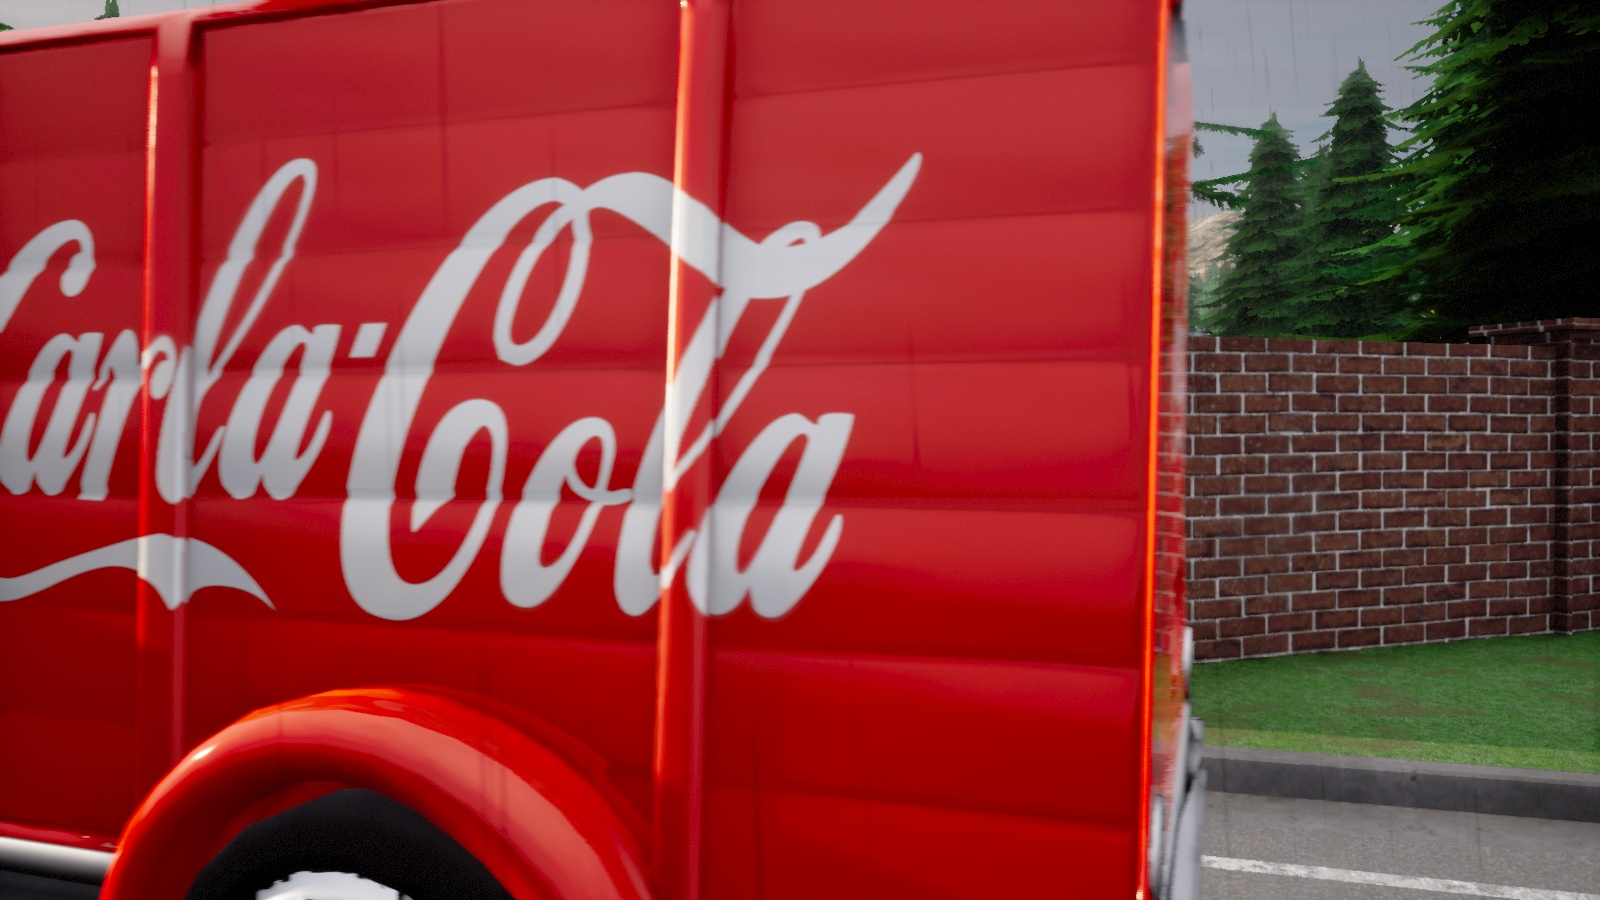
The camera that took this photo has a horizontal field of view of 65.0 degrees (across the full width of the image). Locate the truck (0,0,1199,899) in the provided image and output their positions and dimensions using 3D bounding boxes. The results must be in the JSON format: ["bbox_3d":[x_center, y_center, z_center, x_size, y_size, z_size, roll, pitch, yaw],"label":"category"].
[{"bbox_3d":[-1.584,0.275,3.720,5.204,2.467,2.627,1,1,19],"label":"truck"}]
